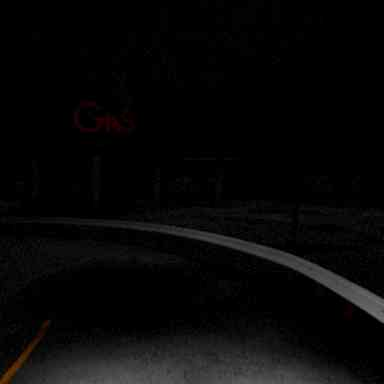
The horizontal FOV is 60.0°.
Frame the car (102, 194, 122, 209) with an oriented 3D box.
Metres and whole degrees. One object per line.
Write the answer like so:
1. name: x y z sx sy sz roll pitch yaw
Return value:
1. car: -9.074 0.951 33.840 3.633 1.501 1.845 0 1 0
